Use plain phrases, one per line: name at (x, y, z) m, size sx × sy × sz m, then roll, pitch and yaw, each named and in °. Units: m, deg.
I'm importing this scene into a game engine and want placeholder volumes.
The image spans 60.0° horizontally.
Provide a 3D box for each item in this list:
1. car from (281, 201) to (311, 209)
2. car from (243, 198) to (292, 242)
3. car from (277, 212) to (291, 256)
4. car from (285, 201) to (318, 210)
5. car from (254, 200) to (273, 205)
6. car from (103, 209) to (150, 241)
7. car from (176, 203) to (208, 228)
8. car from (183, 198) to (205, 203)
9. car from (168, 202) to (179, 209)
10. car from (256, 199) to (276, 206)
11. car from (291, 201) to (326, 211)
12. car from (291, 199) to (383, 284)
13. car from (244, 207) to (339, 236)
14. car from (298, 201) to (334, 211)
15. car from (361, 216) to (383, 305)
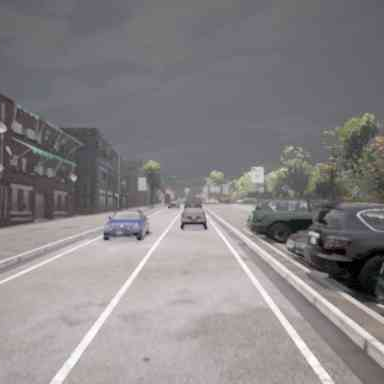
car at (18.766, 2.336, 60.225) m, size 4.674 × 1.452 × 2.002 m, roll 0°, pitch -1°, yaw 0°
car at (5.641, 1.355, 16.507) m, size 5.566 × 2.045 × 2.435 m, roll 0°, pitch -1°, yaw 0°
car at (5.611, 1.549, 10.901) m, size 4.892 × 1.521 × 2.231 m, roll 0°, pitch 0°, yaw 0°
car at (18.757, 2.244, 56.950) m, size 4.892 × 1.521 × 2.231 m, roll 0°, pitch -1°, yaw 0°
car at (18.774, 2.787, 87.727) m, size 4.674 × 1.452 × 2.002 m, roll 0°, pitch -1°, yaw 0°
car at (-3.332, 1.667, 17.680) m, size 1.812 × 1.442 × 4.674 m, roll 0°, pitch -1°, yaw 0°
car at (0.123, 1.790, 24.247) m, size 2.033 × 1.411 × 5.357 m, roll 0°, pitch -1°, yaw 0°
car at (0.137, 1.741, 41.105) m, size 2.150 × 2.045 × 5.566 m, roll 0°, pitch -1°, yaw 0°
car at (-3.234, 2.395, 59.625) m, size 1.994 × 1.385 × 4.181 m, roll 0°, pitch -1°, yaw 1°
car at (18.842, 2.568, 84.560) m, size 4.553 × 1.767 × 2.185 m, roll 0°, pitch -1°, yaw 0°
car at (18.763, 2.189, 53.677) m, size 5.008 × 1.535 × 2.097 m, roll 0°, pitch -1°, yaw 0°
car at (5.631, 1.274, 8.098) m, size 5.566 × 2.045 × 2.435 m, roll 0°, pitch 0°, yaw 0°
car at (5.611, 1.642, 19.305) m, size 4.892 × 1.521 × 2.231 m, roll 0°, pitch -1°, yaw 0°
car at (18.749, 2.178, 50.528) m, size 4.674 × 1.452 × 2.002 m, roll 0°, pitch -1°, yaw 0°
car at (5.569, 1.378, 5.296) m, size 4.553 × 1.767 × 2.185 m, roll 0°, pitch 0°, yaw 0°
